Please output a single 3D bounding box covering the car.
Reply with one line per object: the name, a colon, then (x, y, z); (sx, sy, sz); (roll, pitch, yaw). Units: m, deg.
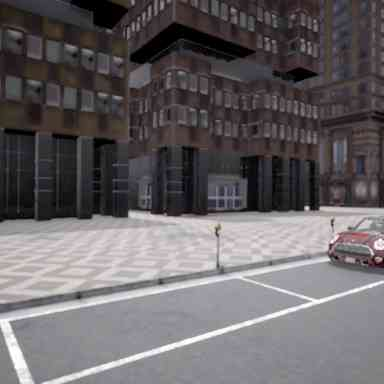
car: (6.400, 1.550, 11.199); (4.097, 1.590, 1.967); (1, 0, -35)
